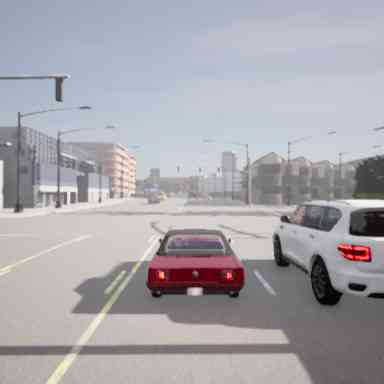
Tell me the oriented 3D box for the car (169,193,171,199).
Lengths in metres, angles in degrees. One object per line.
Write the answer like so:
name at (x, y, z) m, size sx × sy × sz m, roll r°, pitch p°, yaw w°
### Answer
car at (-6.924, 1.108, 92.635) m, size 1.837 × 1.490 × 4.892 m, roll 0°, pitch 0°, yaw 0°

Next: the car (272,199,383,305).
car at (3.569, 1.182, 8.118) m, size 2.150 × 2.045 × 5.566 m, roll 0°, pitch 0°, yaw 0°

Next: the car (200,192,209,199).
car at (3.573, 0.957, 89.439) m, size 2.097 × 1.767 × 4.553 m, roll 0°, pitch 0°, yaw 0°

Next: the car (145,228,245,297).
car at (0.076, 1.563, 8.415) m, size 1.895 × 1.301 × 4.718 m, roll 0°, pitch 0°, yaw 0°

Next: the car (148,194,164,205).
car at (-7.001, 1.497, 61.154) m, size 2.128 × 1.511 × 4.902 m, roll 0°, pitch 1°, yaw 1°

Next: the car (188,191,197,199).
car at (0.073, 0.825, 89.087) m, size 2.150 × 2.045 × 5.566 m, roll 0°, pitch 0°, yaw 0°

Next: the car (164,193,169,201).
car at (-6.937, 1.185, 76.963) m, size 1.882 × 1.535 × 5.008 m, roll 0°, pitch 1°, yaw 0°
